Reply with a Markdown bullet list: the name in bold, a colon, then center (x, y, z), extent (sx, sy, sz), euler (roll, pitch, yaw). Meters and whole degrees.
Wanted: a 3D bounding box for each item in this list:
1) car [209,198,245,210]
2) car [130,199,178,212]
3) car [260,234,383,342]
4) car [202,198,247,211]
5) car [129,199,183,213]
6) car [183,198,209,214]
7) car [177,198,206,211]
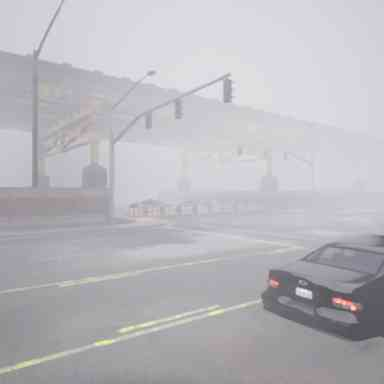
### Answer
- **car**: center (3.830, 1.343, 40.149), extent (4.536, 1.218, 1.853), euler (0, 0, -7)
- **car**: center (-3.812, 1.326, 33.702), extent (4.536, 1.218, 1.853), euler (0, 0, 8)
- **car**: center (3.714, 1.560, 6.426), extent (5.357, 1.411, 2.033), euler (0, 0, -36)
- **car**: center (3.881, 1.501, 40.156), extent (4.974, 1.542, 2.038), euler (0, 0, -7)
- **car**: center (-3.761, 1.483, 33.695), extent (4.974, 1.542, 2.038), euler (0, 0, 8)
- **car**: center (-0.022, 1.491, 36.388), extent (2.038, 1.542, 4.974), euler (0, 0, 18)
- **car**: center (-0.006, 1.334, 36.437), extent (1.853, 1.218, 4.536), euler (0, 0, 18)
